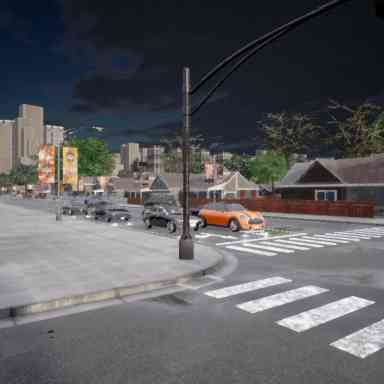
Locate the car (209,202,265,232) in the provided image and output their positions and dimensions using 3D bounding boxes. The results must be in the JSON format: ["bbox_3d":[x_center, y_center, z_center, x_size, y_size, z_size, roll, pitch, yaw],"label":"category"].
[{"bbox_3d":[2.397,1.440,20.935,2.097,1.767,4.553,0,0,-36],"label":"car"}]

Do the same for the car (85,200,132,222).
[{"bbox_3d":[-7.062,1.710,28.579,2.033,1.411,5.357,0,0,-36],"label":"car"}]

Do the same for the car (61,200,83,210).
[{"bbox_3d":[-17.961,1.865,49.668,1.994,1.385,4.181,0,0,-35],"label":"car"}]

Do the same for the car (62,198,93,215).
[{"bbox_3d":[-13.076,1.730,37.055,1.837,1.490,4.892,0,0,-35],"label":"car"}]

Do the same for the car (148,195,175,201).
[{"bbox_3d":[-4.082,1.433,41.557,2.150,2.045,5.566,0,0,-35],"label":"car"}]

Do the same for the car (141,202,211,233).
[{"bbox_3d":[-1.347,1.592,20.564,2.128,1.511,4.902,0,0,-35],"label":"car"}]

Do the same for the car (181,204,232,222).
[{"bbox_3d":[1.146,1.731,28.602,1.895,1.301,4.718,0,0,-35],"label":"car"}]

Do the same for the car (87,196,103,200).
[{"bbox_3d":[-14.735,1.801,50.924,1.837,1.490,4.892,0,0,-35],"label":"car"}]
